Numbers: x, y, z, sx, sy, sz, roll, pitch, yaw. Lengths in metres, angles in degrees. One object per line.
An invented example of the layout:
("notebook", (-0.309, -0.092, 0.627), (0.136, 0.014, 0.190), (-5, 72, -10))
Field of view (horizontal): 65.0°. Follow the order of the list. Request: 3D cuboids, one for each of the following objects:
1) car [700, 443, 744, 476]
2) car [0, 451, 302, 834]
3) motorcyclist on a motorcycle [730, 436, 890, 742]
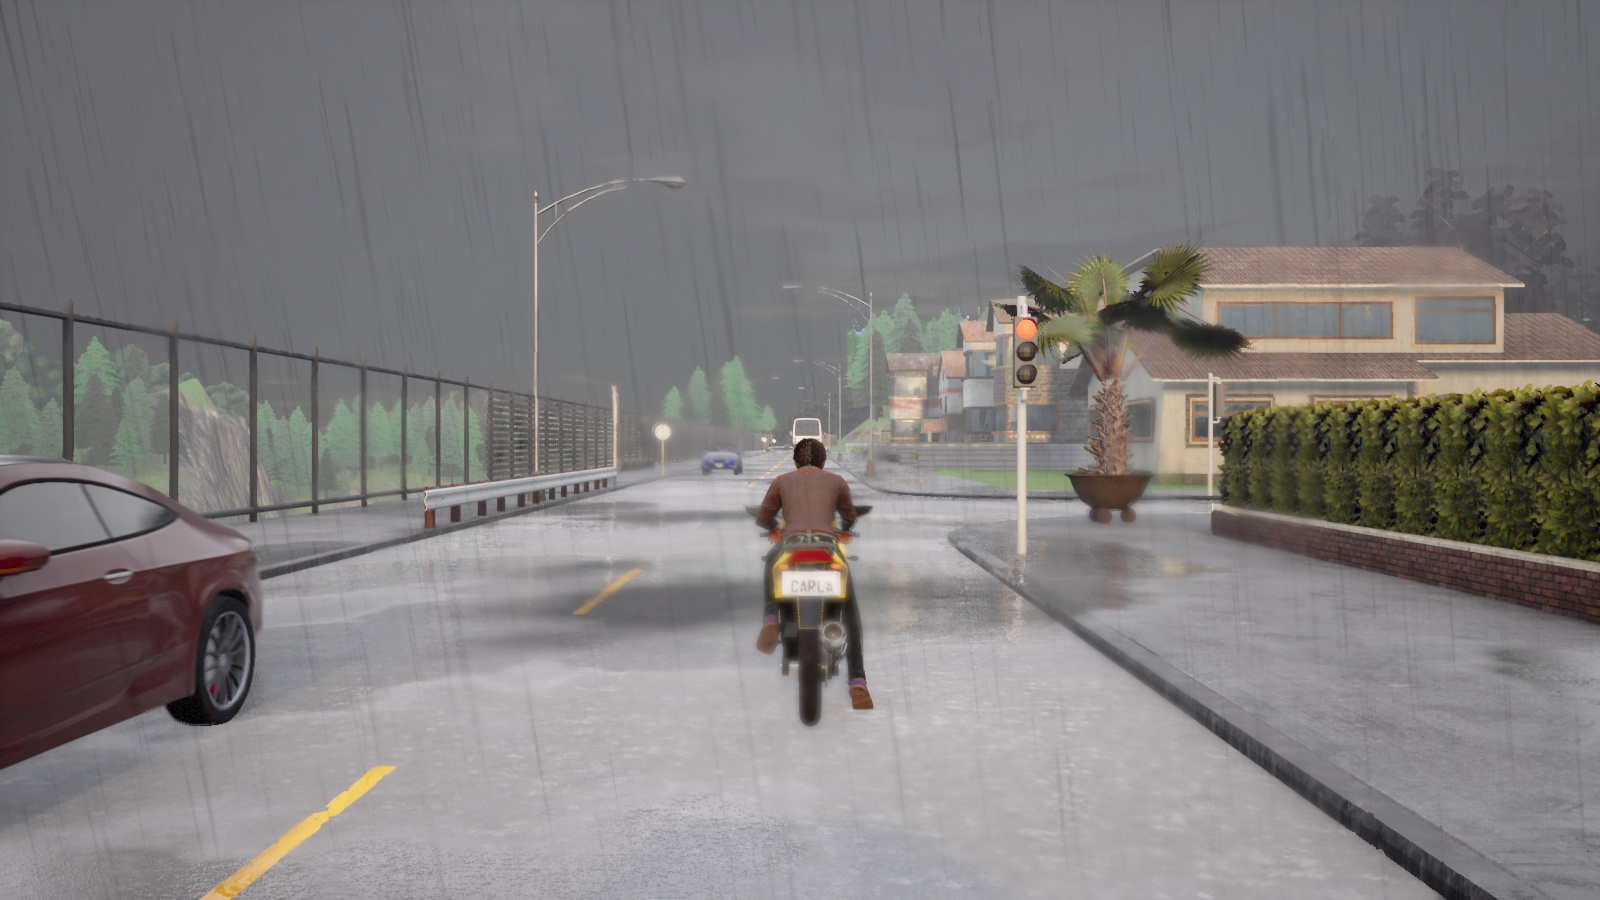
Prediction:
("car", (-3.652, 0.422, 59.311), (1.816, 1.474, 4.193), (0, 0, 0))
("car", (-3.955, 0.739, 5.332), (1.812, 1.442, 4.674), (0, 0, 0))
("motorcyclist on a motorcycle", (0.056, 0.688, 7.269), (0.797, 1.523, 2.044), (0, 0, 0))
